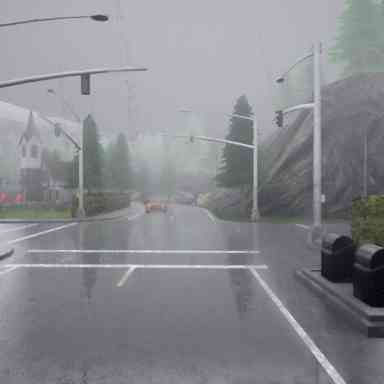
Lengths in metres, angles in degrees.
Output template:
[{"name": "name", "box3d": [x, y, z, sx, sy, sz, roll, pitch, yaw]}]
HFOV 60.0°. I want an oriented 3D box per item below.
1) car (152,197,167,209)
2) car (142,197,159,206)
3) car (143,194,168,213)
[{"name": "car", "box3d": [-4.592, 1.510, 46.146, 1.837, 1.490, 4.892, 0, 0, -9]}, {"name": "car", "box3d": [-6.969, 1.570, 55.776, 1.994, 1.385, 4.181, 0, 0, -19]}, {"name": "car", "box3d": [-3.781, 1.356, 36.338, 2.097, 1.767, 4.553, 0, 0, -2]}]
